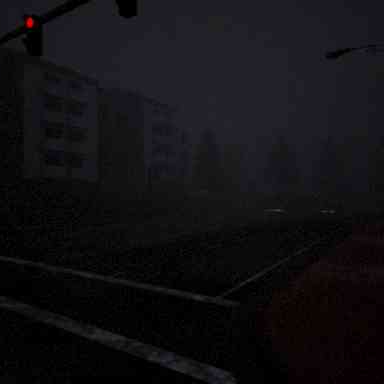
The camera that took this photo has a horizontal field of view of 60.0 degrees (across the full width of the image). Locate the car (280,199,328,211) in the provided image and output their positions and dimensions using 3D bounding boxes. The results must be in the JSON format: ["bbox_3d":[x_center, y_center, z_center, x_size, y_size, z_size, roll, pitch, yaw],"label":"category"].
[{"bbox_3d":[14.261,1.673,43.185,5.357,1.411,2.033,1,3,-4],"label":"car"}]

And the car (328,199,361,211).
[{"bbox_3d":[19.673,1.655,43.671,5.357,1.411,2.033,0,0,-25],"label":"car"}]
